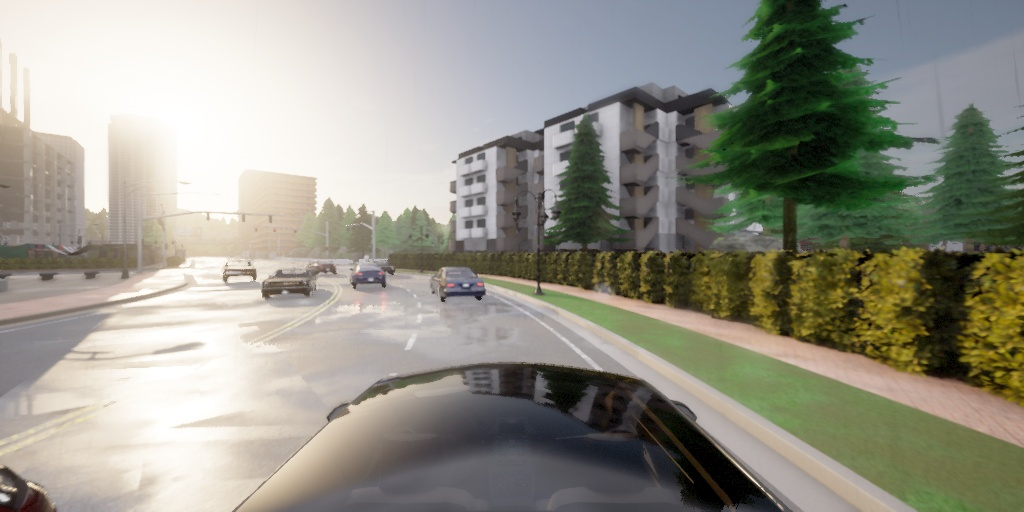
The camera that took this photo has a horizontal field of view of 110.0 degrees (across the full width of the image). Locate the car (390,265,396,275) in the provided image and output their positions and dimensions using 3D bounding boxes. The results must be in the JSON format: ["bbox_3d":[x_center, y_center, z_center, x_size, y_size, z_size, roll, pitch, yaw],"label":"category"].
[{"bbox_3d":[-12.628,1.159,33.540,1.895,1.301,4.718,0,0,-40],"label":"car"}]

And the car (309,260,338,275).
[{"bbox_3d":[-18.651,1.083,35.077,1.812,1.442,4.674,0,0,-42],"label":"car"}]

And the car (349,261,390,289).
[{"bbox_3d":[-8.974,1.154,22.200,1.812,1.442,4.674,0,0,-27],"label":"car"}]

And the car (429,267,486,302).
[{"bbox_3d":[-2.658,1.203,16.643,2.033,1.411,5.357,0,0,-19],"label":"car"}]

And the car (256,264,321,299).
[{"bbox_3d":[-10.755,1.261,17.592,1.895,1.301,4.718,0,0,-25],"label":"car"}]

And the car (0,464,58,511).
[{"bbox_3d":[-3.550,1.328,0.213,1.994,1.385,4.181,0,0,1],"label":"car"}]

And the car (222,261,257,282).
[{"bbox_3d":[-19.669,1.019,25.845,1.895,1.301,4.718,0,0,-40],"label":"car"}]
